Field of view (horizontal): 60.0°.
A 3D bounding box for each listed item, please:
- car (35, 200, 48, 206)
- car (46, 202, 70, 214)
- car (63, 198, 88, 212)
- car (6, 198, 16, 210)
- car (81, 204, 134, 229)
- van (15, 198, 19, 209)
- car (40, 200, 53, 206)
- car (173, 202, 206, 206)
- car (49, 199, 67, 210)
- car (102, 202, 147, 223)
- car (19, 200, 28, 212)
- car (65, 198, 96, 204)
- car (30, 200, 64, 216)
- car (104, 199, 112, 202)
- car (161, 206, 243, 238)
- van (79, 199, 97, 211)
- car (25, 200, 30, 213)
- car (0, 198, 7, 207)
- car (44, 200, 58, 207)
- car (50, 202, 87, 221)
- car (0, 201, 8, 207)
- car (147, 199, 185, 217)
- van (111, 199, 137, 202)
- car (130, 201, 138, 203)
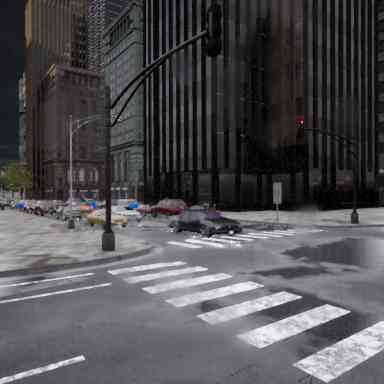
[{"bbox_3d":[-37.738,2.710,83.420,2.008,1.369,4.403,-1,0,-35],"label":"car"},{"bbox_3d":[-18.886,2.145,46.840,2.128,1.511,4.902,0,-1,-35],"label":"car"},{"bbox_3d":[-17.896,1.898,50.885,2.150,2.045,5.566,0,-1,-35],"label":"car"},{"bbox_3d":[-31.936,2.354,60.517,1.967,1.590,4.097,-1,0,-35],"label":"car"},{"bbox_3d":[-6.276,1.843,24.379,1.752,1.417,4.829,-1,0,-35],"label":"car"},{"bbox_3d":[-26.177,2.123,52.404,1.690,1.788,3.998,-1,0,-35],"label":"van"},{"bbox_3d":[-34.726,2.661,79.178,1.947,1.339,4.313,-1,0,-35],"label":"car"},{"bbox_3d":[0.585,1.829,29.445,1.887,1.381,4.507,-1,0,-35],"label":"car"},{"bbox_3d":[-24.054,2.171,59.569,2.097,1.767,4.553,0,-1,-35],"label":"car"},{"bbox_3d":[-5.995,1.877,28.598,1.812,1.442,4.674,0,-1,-35],"label":"car"},{"bbox_3d":[-23.347,2.157,48.420,1.967,1.590,4.097,-1,0,-35],"label":"car"},{"bbox_3d":[-12.679,1.860,38.026,2.097,1.767,4.553,0,-1,-35],"label":"car"},{"bbox_3d":[-17.693,1.901,40.453,2.192,1.841,5.009,-1,0,-35],"label":"car"},{"bbox_3d":[-11.180,1.876,46.051,2.192,1.841,5.009,-1,0,-35],"label":"car"},{"bbox_3d":[0.540,1.735,19.145,2.033,1.411,5.357,0,-1,-33],"label":"car"},{"bbox_3d":[-17.060,2.038,54.353,1.690,1.788,3.998,-1,0,-35],"label":"van"},{"bbox_3d":[-20.516,2.196,44.437,1.887,1.381,4.507,-1,0,-35],"label":"car"},{"bbox_3d":[-41.273,2.667,73.672,1.887,1.381,4.507,-1,0,-35],"label":"car"},{"bbox_3d":[-31.714,2.595,74.936,1.947,1.339,4.313,-1,0,-35],"label":"car"},{"bbox_3d":[-12.031,2.004,32.485,2.008,1.369,4.403,-1,0,-35],"label":"car"},{"bbox_3d":[-44.385,2.771,78.056,1.802,1.307,4.206,-1,0,-35],"label":"car"},{"bbox_3d":[-2.360,1.669,33.597,2.192,1.841,5.009,-1,0,-35],"label":"car"},{"bbox_3d":[-8.240,1.833,41.899,1.690,1.788,3.998,-1,0,-35],"label":"van"},{"bbox_3d":[-5.294,2.005,37.748,1.802,1.307,4.206,-1,0,-35],"label":"car"}]
